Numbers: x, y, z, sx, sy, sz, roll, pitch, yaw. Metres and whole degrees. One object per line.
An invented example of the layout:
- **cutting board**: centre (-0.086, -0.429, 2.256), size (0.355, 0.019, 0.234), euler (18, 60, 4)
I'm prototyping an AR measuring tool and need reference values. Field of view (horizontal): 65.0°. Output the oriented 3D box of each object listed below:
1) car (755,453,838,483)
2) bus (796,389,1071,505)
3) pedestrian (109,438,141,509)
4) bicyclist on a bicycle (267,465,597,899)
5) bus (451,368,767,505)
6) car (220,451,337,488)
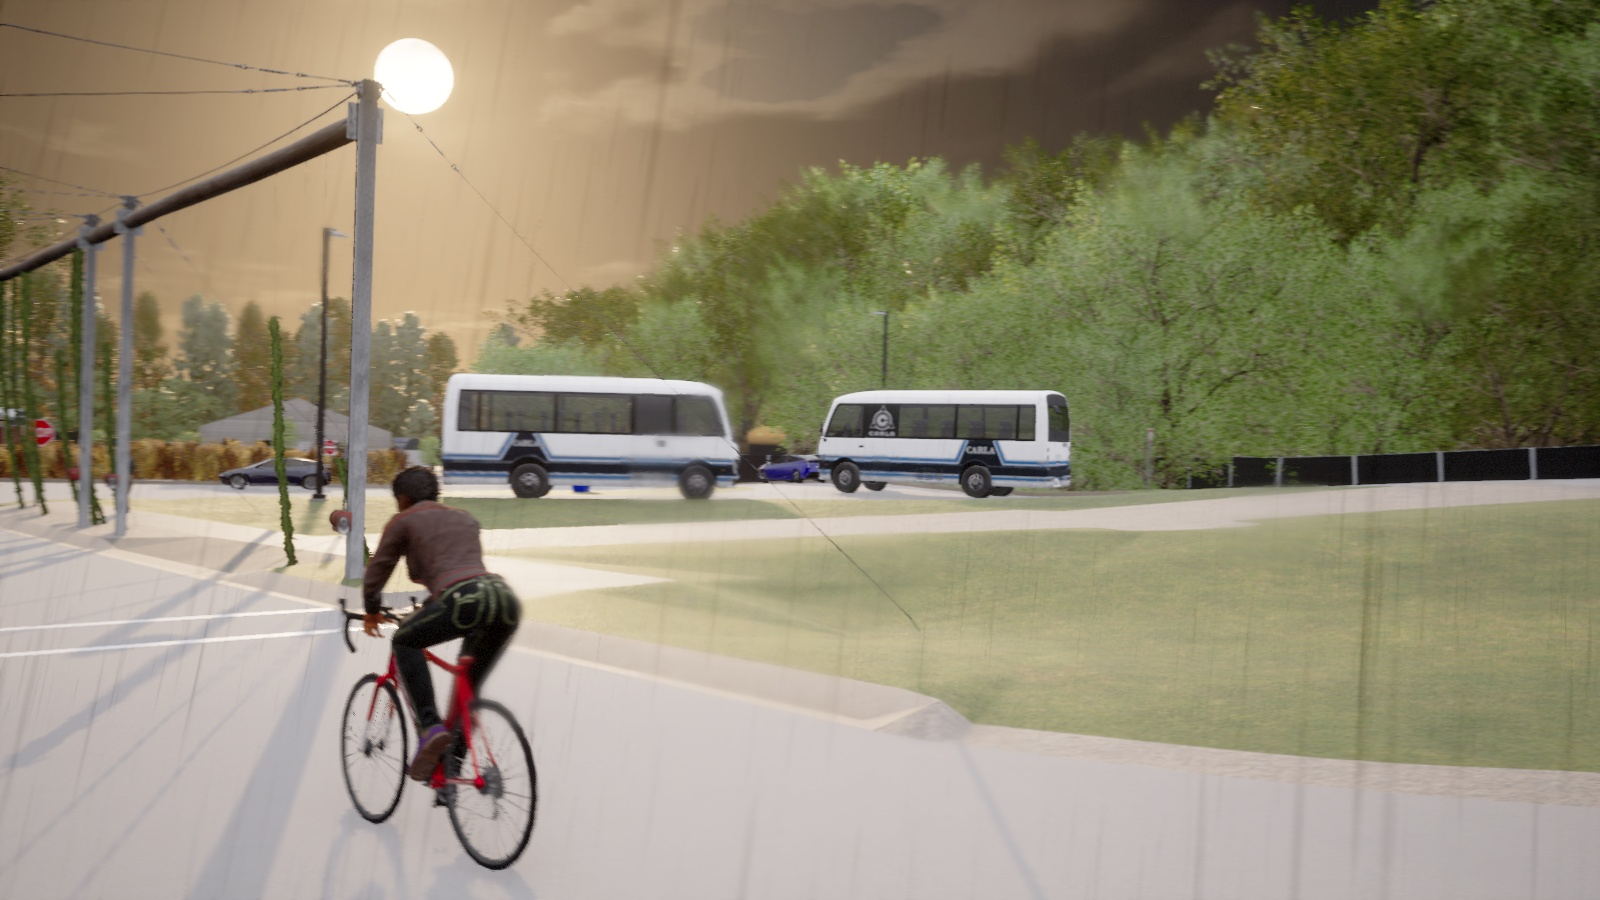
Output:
- **car**: centre (-0.219, 0.953, 65.857), size (2.007, 1.525, 4.514), euler (1, -1, -38)
- **bus**: centre (5.339, -0.248, 51.096), size (10.273, 4.253, 3.944), euler (2, 1, 29)
- **pedestrian**: centre (-17.977, 0.613, 33.450), size (0.540, 1.848, 0.694), euler (2, 0, -41)
- **bicyclist on a bicycle**: centre (-1.634, 0.881, 5.419), size (1.656, 1.620, 0.582), euler (-1, -3, 44)
- **bus**: centre (-6.502, -0.423, 43.748), size (10.273, 4.253, 3.944), euler (2, 0, -7)
- **car**: centre (-23.740, 0.877, 57.264), size (4.792, 1.488, 2.163), euler (2, 0, -24)
